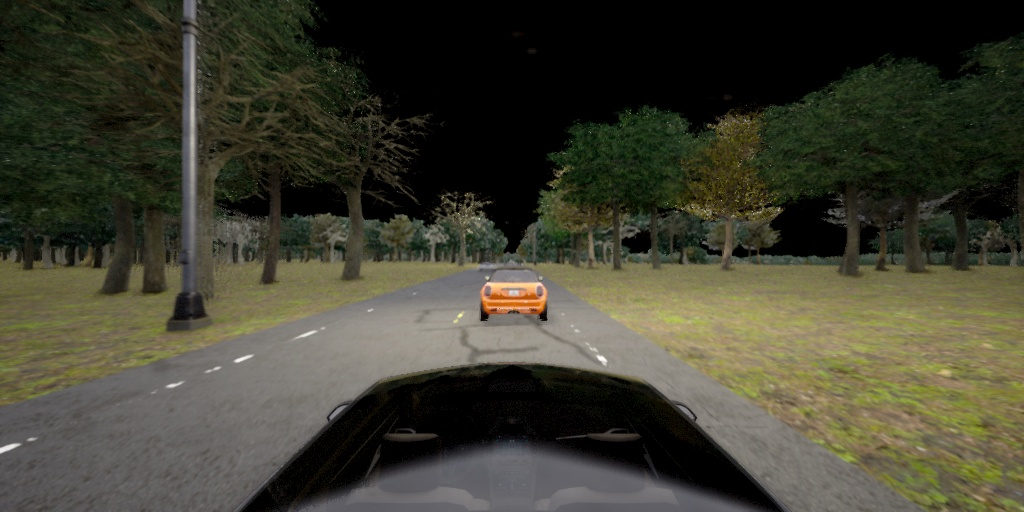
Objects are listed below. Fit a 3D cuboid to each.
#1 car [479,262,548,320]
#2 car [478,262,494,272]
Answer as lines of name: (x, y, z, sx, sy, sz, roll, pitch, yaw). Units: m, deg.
car: (0.069, 1.118, 12.779, 2.097, 1.767, 4.553, 0, 0, 0)
car: (-3.564, 1.468, 50.104, 1.895, 1.301, 4.718, 0, 0, 0)
